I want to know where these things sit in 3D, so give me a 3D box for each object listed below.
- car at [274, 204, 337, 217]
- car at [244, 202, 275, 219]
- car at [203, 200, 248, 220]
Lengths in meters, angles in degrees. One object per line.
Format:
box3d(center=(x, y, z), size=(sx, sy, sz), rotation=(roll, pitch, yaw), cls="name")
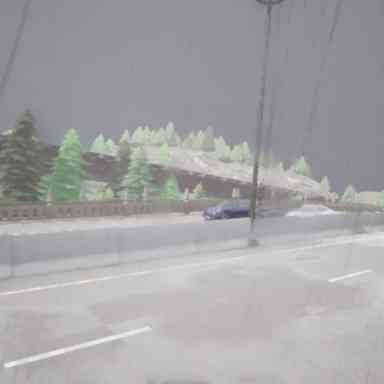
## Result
box3d(center=(8.053, 1.618, 22.624), size=(4.674, 1.442, 1.812), rotation=(0, 0, -35), cls="car")
box3d(center=(6.444, 1.658, 25.774), size=(4.181, 1.385, 1.994), rotation=(0, 0, -35), cls="car")
box3d(center=(3.124, 1.440, 27.706), size=(4.553, 1.767, 2.097), rotation=(0, 0, -35), cls="car")
